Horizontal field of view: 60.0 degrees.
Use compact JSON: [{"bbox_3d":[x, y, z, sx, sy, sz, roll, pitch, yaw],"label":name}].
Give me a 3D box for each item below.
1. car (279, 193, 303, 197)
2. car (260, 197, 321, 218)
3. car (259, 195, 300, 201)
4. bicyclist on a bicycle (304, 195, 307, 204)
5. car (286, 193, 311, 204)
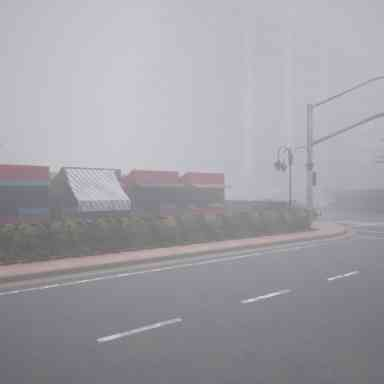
[{"bbox_3d":[16.573,1.114,57.383,1.905,1.878,3.866,0,0,-36],"label":"car"},{"bbox_3d":[8.520,1.436,28.149,2.128,1.511,4.902,0,0,-36],"label":"car"},{"bbox_3d":[8.355,1.422,34.337,1.882,1.535,5.008,0,0,-36],"label":"car"},{"bbox_3d":[15.497,1.246,44.900,1.656,1.620,0.582,0,0,-36],"label":"bicyclist on a bicycle"},{"bbox_3d":[18.964,1.114,59.095,1.905,1.878,3.866,0,0,-36],"label":"car"}]
